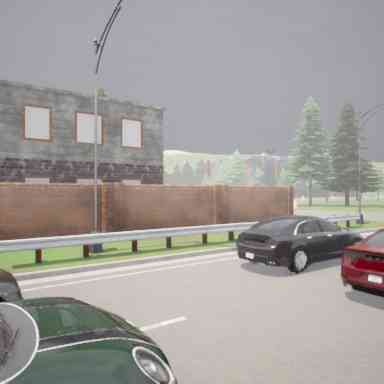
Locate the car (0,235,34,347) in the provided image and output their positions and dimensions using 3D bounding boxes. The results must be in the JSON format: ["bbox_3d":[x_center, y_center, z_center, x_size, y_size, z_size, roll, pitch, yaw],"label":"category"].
[{"bbox_3d":[-4.703,1.564,4.689,4.181,1.385,1.994,0,0,-36],"label":"car"}]

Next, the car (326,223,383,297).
[{"bbox_3d":[5.480,1.478,7.704,5.008,1.535,1.882,0,0,-35],"label":"car"}]

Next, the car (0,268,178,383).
[{"bbox_3d":[-2.277,1.352,2.122,4.553,1.767,2.097,0,0,-35],"label":"car"}]

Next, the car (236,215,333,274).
[{"bbox_3d":[3.588,1.506,10.650,4.892,1.490,1.837,0,0,-35],"label":"car"}]
